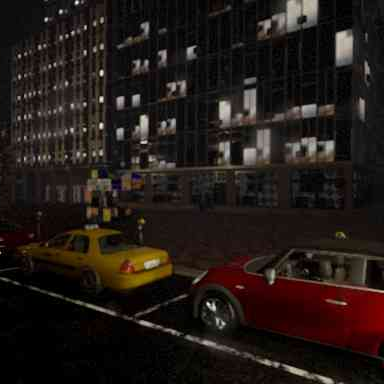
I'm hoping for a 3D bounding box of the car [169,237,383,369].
[{"bbox_3d":[1.894,1.437,5.196,4.097,1.590,1.967,0,0,35],"label":"car"}]

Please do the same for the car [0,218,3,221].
[{"bbox_3d":[-7.114,1.551,11.605,4.206,1.307,1.802,0,0,35],"label":"car"}]

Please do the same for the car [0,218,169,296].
[{"bbox_3d":[-2.748,1.508,8.499,4.829,1.417,1.752,0,0,35],"label":"car"}]
